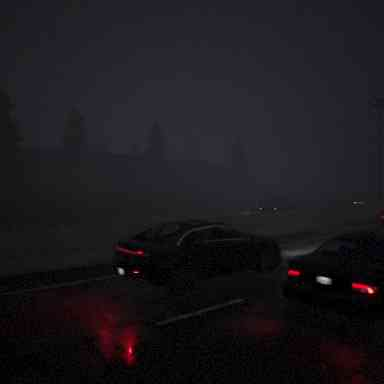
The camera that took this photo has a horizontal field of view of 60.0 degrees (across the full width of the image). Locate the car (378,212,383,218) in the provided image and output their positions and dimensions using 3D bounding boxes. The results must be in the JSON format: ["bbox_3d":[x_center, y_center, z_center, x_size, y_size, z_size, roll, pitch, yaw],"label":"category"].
[{"bbox_3d":[13.664,1.563,21.636,1.895,1.301,4.718,0,0,41],"label":"car"}]

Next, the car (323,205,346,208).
[{"bbox_3d":[14.630,1.508,33.882,2.033,1.411,5.357,0,0,40],"label":"car"}]

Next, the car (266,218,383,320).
[{"bbox_3d":[4.145,1.537,7.241,5.357,1.411,2.033,0,0,-40],"label":"car"}]

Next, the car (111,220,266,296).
[{"bbox_3d":[0.341,1.493,8.724,4.902,1.511,2.128,0,0,-39],"label":"car"}]

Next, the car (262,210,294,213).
[{"bbox_3d":[8.239,1.582,31.686,1.895,1.301,4.718,0,0,40],"label":"car"}]
